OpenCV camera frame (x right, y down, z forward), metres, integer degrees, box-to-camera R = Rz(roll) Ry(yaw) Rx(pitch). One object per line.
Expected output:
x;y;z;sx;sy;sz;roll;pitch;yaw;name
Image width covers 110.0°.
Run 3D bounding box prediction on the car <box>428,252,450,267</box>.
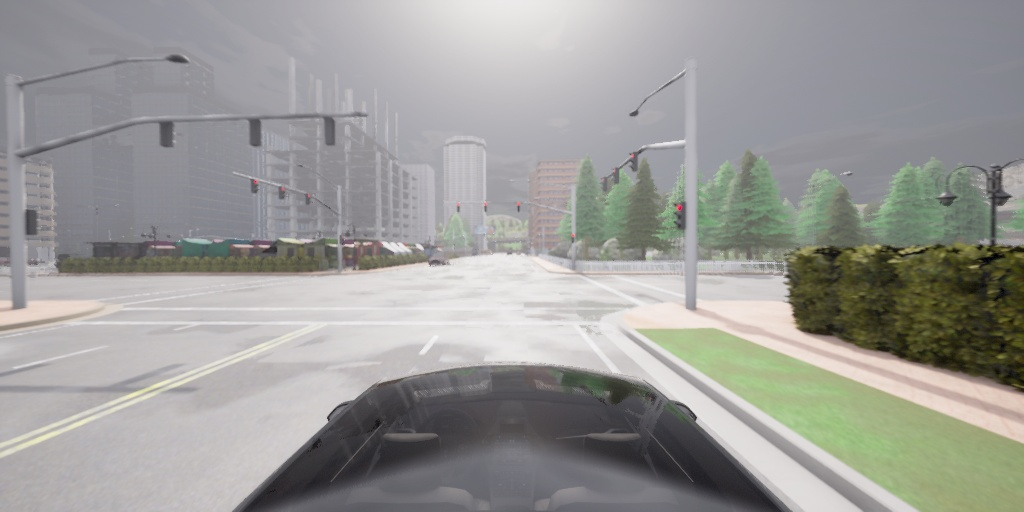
-9.621;0.413;47.436;2.097;1.767;4.553;0;0;1;car
